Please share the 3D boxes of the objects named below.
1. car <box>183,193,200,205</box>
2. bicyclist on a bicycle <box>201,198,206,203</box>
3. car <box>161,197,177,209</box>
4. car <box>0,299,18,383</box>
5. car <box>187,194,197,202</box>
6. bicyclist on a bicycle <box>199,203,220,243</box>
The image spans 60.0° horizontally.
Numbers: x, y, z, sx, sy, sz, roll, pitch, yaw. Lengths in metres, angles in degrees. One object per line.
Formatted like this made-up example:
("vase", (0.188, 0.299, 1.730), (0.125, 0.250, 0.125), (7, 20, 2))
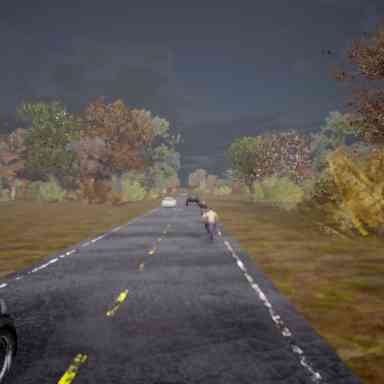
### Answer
("car", (0.090, 1.138, 55.408), (2.150, 2.045, 5.566), (0, -1, 0))
("bicyclist on a bicycle", (0.821, 1.345, 23.917), (0.659, 1.776, 1.843), (0, 0, 0))
("car", (-3.090, 1.467, 45.224), (1.812, 1.442, 4.674), (0, 0, 0))
("car", (-3.101, 1.562, 2.331), (1.994, 1.385, 4.181), (0, 0, 0))
("car", (-0.015, 1.239, 73.709), (2.097, 1.767, 4.553), (0, 0, 0))
("bicyclist on a bicycle", (0.843, 1.422, 14.893), (0.866, 1.612, 1.509), (0, 0, 0))
